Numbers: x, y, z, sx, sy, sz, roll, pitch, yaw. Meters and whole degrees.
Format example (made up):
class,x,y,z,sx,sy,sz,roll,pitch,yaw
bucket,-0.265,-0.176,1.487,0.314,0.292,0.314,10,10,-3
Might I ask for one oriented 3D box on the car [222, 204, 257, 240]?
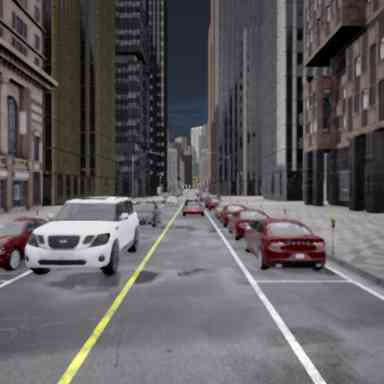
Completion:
class,x,y,z,sx,sy,sz,roll,pitch,yaw
car,2.768,1.485,16.292,1.887,1.381,4.507,0,0,0

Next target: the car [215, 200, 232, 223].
class,x,y,z,sx,sy,sz,roll,pitch,yaw
car,2.765,1.467,21.818,1.887,1.381,4.507,0,0,0

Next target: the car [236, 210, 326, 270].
class,x,y,z,sx,sy,sz,roll,pitch,yaw
car,2.772,1.505,10.767,1.887,1.381,4.507,0,0,0

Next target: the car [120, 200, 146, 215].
class,x,y,z,sx,sy,sz,roll,pitch,yaw
car,-5.789,1.468,32.881,1.802,1.307,4.206,0,0,0

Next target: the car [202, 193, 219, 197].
class,x,y,z,sx,sy,sz,roll,pitch,yaw
car,2.749,1.163,43.918,2.192,1.841,5.009,0,0,0

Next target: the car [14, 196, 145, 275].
class,x,y,z,sx,sy,sz,roll,pitch,yaw
car,-3.092,1.182,10.706,2.150,2.045,5.566,0,0,0

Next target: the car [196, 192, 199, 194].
class,x,y,z,sx,sy,sz,roll,pitch,yaw
car,2.727,1.053,77.071,2.192,1.841,5.009,0,0,0

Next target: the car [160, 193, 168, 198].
class,x,y,z,sx,sy,sz,roll,pitch,yaw
car,-5.797,1.319,60.336,1.752,1.417,4.829,0,0,0

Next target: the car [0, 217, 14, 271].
class,x,y,z,sx,sy,sz,roll,pitch,yaw
car,-5.783,1.505,10.782,1.887,1.381,4.507,0,0,0

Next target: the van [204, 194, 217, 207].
class,x,y,z,sx,sy,sz,roll,pitch,yaw
van,2.746,1.171,49.444,1.690,1.788,3.998,0,0,0

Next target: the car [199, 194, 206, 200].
class,x,y,z,sx,sy,sz,roll,pitch,yaw
car,2.721,1.250,88.122,1.887,1.381,4.507,0,0,0

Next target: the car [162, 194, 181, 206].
class,x,y,z,sx,sy,sz,roll,pitch,yaw
car,-3.022,1.381,50.029,1.812,1.442,4.674,0,0,0

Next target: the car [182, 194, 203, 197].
class,x,y,z,sx,sy,sz,roll,pitch,yaw
car,0.019,1.340,43.937,2.128,1.511,4.902,0,0,1

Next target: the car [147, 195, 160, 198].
class,x,y,z,sx,sy,sz,roll,pitch,yaw
car,-5.792,1.399,43.931,2.008,1.369,4.403,0,0,0

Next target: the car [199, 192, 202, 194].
class,x,y,z,sx,sy,sz,roll,pitch,yaw
car,2.735,1.215,66.021,1.967,1.590,4.097,0,0,0

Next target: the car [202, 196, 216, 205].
class,x,y,z,sx,sy,sz,roll,pitch,yaw
car,2.743,1.362,54.970,2.008,1.369,4.403,0,0,0

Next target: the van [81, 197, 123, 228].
class,x,y,z,sx,sy,sz,roll,pitch,yaw
van,-5.787,1.264,21.830,1.690,1.788,3.998,0,0,0

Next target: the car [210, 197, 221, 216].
class,x,y,z,sx,sy,sz,roll,pitch,yaw
car,2.761,1.428,27.513,1.752,1.417,4.829,0,0,0

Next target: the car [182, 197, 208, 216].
class,x,y,z,sx,sy,sz,roll,pitch,yaw
car,0.097,1.456,30.621,1.994,1.385,4.181,0,0,-1

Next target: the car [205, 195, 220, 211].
class,x,y,z,sx,sy,sz,roll,pitch,yaw
car,2.754,1.411,38.394,1.887,1.381,4.507,0,0,0

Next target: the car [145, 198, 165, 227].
class,x,y,z,sx,sy,sz,roll,pitch,yaw
car,-3.087,1.425,21.927,1.837,1.490,4.892,0,1,0
